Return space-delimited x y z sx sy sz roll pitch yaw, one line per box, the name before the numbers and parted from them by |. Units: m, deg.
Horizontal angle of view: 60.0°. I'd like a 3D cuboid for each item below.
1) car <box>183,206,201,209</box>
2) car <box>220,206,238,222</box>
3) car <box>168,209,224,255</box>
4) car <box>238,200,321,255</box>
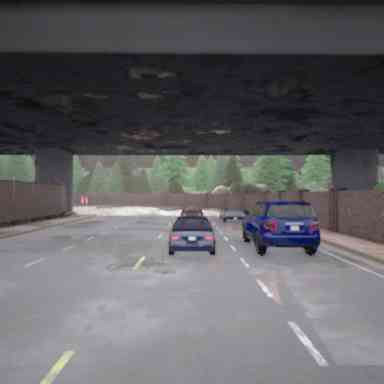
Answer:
car | -0.004 1.874 29.099 1.895 1.301 4.718 0 0 0
car | 3.496 1.874 29.097 1.895 1.301 4.718 0 0 0
car | 0.004 1.679 13.984 2.033 1.411 5.357 0 -1 0
car | 3.503 1.349 14.007 2.150 2.045 5.566 0 0 0
